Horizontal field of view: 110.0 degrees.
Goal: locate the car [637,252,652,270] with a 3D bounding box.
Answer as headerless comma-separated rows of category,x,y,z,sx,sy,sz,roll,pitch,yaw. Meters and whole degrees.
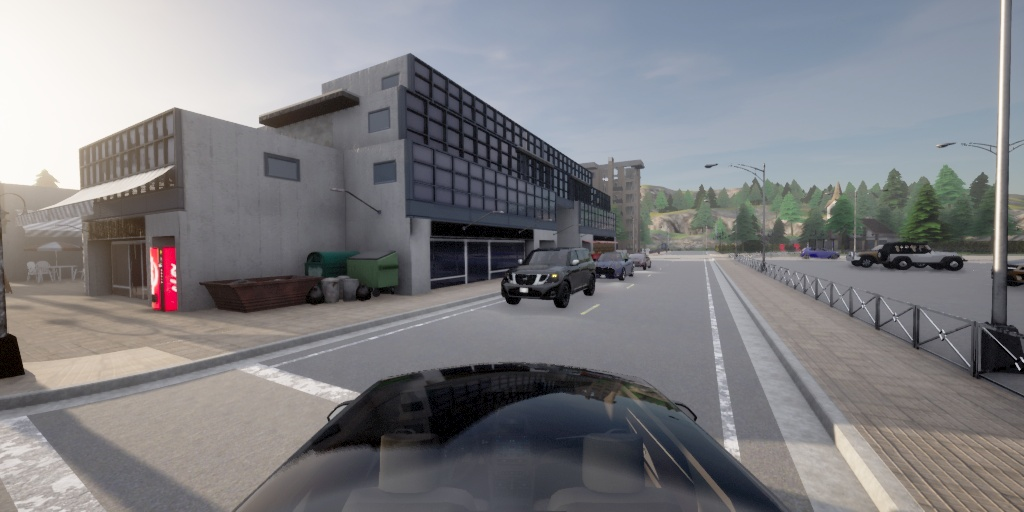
car,11.115,0.418,31.705,1.812,1.442,4.674,0,2,28

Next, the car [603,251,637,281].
car,6.301,0.530,22.677,2.097,1.767,4.553,0,2,28

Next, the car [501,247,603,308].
car,1.677,0.674,13.995,2.150,2.045,5.566,0,2,28
